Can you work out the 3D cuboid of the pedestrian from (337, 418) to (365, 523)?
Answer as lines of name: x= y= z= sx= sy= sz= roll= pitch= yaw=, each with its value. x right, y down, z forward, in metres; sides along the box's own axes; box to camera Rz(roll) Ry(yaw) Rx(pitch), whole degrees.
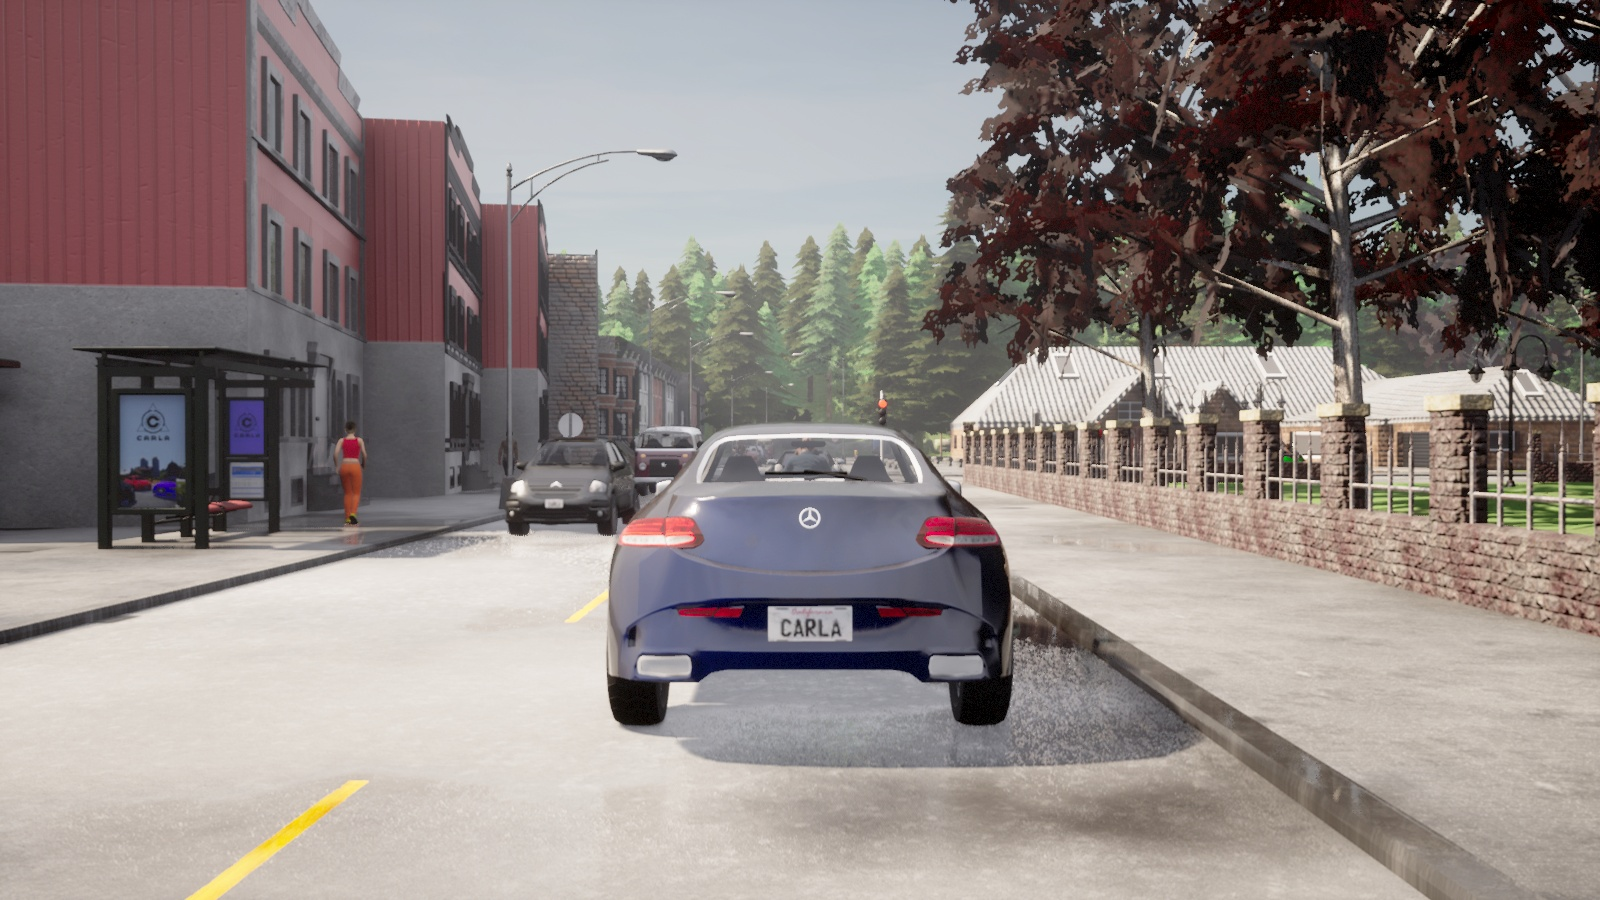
pedestrian: x=-7.900 y=0.356 z=22.111 sx=0.345 sy=1.836 sz=0.594 roll=0 pitch=0 yaw=-8

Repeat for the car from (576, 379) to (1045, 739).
car: x=0.056 y=0.490 z=8.286 sx=2.152 sy=1.651 sz=5.027 roll=0 pitch=0 yaw=0

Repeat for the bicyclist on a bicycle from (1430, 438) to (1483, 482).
bicyclist on a bicycle: x=26.744 y=0.421 z=51.162 sx=1.843 sy=1.776 sz=0.659 roll=0 pitch=0 yaw=-1

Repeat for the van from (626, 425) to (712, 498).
van: x=-3.804 y=0.309 z=37.275 sx=2.069 sy=2.038 sz=4.480 roll=0 pitch=0 yaw=0

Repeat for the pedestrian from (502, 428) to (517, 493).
pedestrian: x=-8.158 y=0.300 z=35.228 sx=0.328 sy=1.805 sz=0.869 roll=0 pitch=0 yaw=-7

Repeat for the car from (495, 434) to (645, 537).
car: x=-3.879 y=0.549 z=21.785 sx=1.851 sy=1.617 sz=3.988 roll=0 pitch=0 yaw=0
